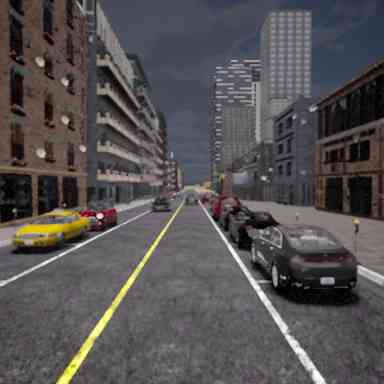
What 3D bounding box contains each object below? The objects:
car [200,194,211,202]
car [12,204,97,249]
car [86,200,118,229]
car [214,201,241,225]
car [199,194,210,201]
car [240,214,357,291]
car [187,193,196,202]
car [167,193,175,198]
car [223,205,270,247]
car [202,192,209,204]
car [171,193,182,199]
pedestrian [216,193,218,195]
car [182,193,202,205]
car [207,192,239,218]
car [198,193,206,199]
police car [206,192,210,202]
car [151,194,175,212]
[{"bbox_3d":[2.584,1.094,64.693,1.752,1.417,4.829,-1,0,0],"label":"car"},{"bbox_3d":[-5.723,1.434,14.075,1.752,1.417,4.829,-1,0,0],"label":"car"},{"bbox_3d":[-5.731,1.312,19.825,1.967,1.590,4.097,-1,0,0],"label":"car"},{"bbox_3d":[2.618,1.438,19.886,1.947,1.339,4.313,-1,0,0],"label":"car"},{"bbox_3d":[2.591,1.082,70.102,2.008,1.369,4.403,-1,0,0],"label":"car"},{"bbox_3d":[2.665,1.504,8.735,2.008,1.369,4.403,-1,0,0],"label":"car"},{"bbox_3d":[-0.086,1.043,66.351,1.882,1.535,5.008,0,0,0],"label":"car"},{"bbox_3d":[-5.822,0.914,92.366,1.887,1.381,4.507,-1,0,0],"label":"car"},{"bbox_3d":[2.625,1.474,14.307,1.947,1.339,4.313,-1,0,0],"label":"car"},{"bbox_3d":[2.570,0.962,53.362,2.192,1.841,5.009,-1,0,0],"label":"car"},{"bbox_3d":[-3.098,0.993,75.512,1.994,1.385,4.181,0,0,0],"label":"car"},{"bbox_3d":[2.949,1.035,39.632,0.375,1.860,0.375,-1,1,0],"label":"pedestrian"},{"bbox_3d":[-0.064,1.166,49.336,2.128,1.511,4.902,0,0,0],"label":"car"},{"bbox_3d":[2.606,1.150,25.464,2.192,1.841,5.009,-1,0,0],"label":"car"},{"bbox_3d":[2.566,0.992,86.842,1.802,1.307,4.206,-1,0,0],"label":"car"},{"bbox_3d":[2.952,1.186,36.639,1.930,1.638,5.238,0,0,0],"label":"police car"},{"bbox_3d":[-3.140,1.279,34.659,1.837,1.490,4.892,0,0,0],"label":"car"}]
